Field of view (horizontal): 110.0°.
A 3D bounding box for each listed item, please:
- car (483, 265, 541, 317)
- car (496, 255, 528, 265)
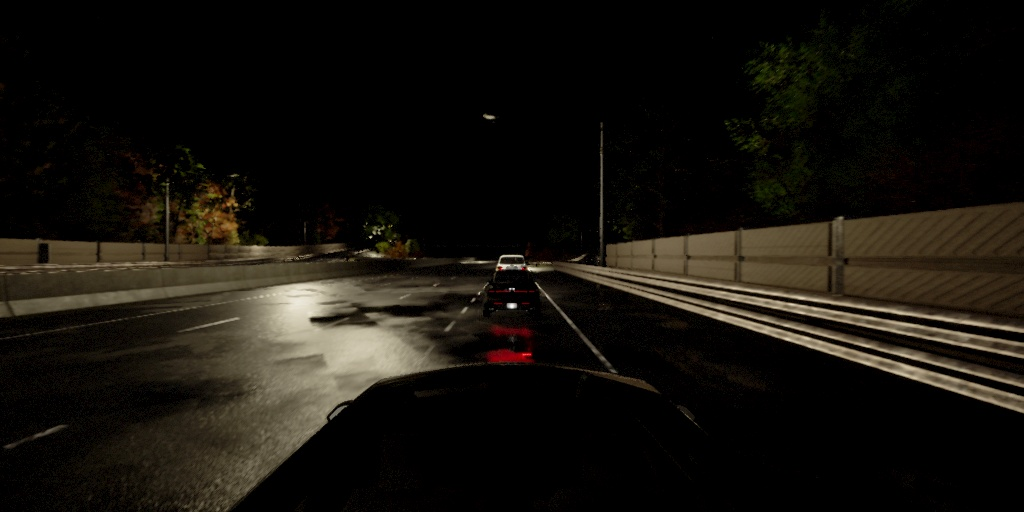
[{"bbox_3d":[-0.002,1.249,13.213,1.837,1.490,4.892,0,0,0],"label":"car"},{"bbox_3d":[-0.003,0.962,25.906,2.150,2.045,5.566,0,0,0],"label":"car"}]
